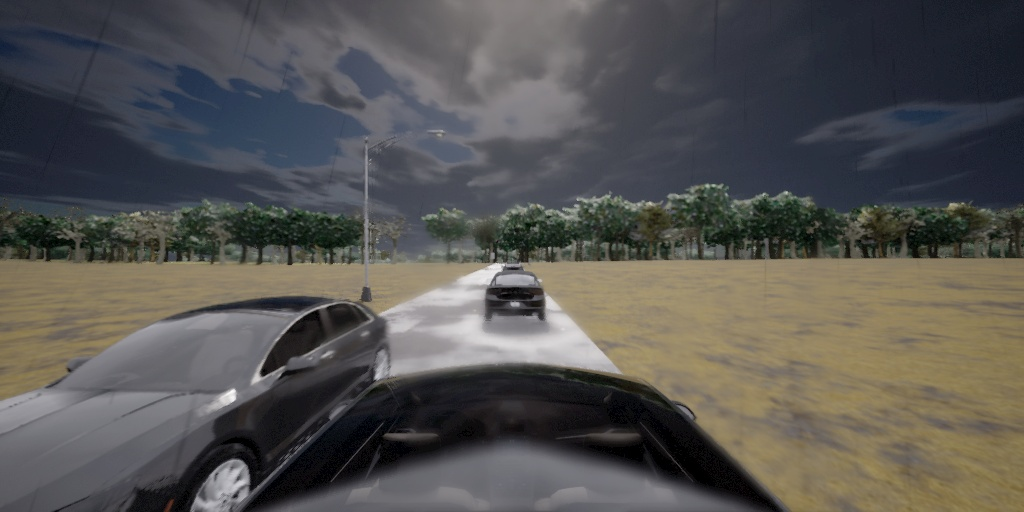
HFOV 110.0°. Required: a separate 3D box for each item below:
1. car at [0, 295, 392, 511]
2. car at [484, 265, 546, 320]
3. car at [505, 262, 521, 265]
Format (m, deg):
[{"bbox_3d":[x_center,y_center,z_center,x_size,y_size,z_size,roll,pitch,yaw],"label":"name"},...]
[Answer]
[{"bbox_3d":[-2.814,1.259,3.856,1.837,1.490,4.892,0,-1,0],"label":"car"},{"bbox_3d":[0.102,1.237,12.686,1.882,1.535,5.008,0,0,0],"label":"car"},{"bbox_3d":[0.105,1.280,31.700,1.837,1.490,4.892,0,0,0],"label":"car"}]
